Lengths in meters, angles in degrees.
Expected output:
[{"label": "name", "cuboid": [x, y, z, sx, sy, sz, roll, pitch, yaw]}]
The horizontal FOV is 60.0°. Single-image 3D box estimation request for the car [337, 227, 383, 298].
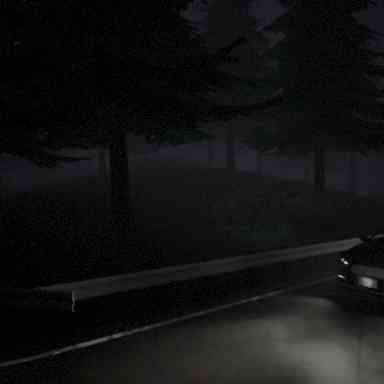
[{"label": "car", "cuboid": [5.350, 1.456, 7.810, 4.902, 1.511, 2.128, 0, 0, -36]}]
